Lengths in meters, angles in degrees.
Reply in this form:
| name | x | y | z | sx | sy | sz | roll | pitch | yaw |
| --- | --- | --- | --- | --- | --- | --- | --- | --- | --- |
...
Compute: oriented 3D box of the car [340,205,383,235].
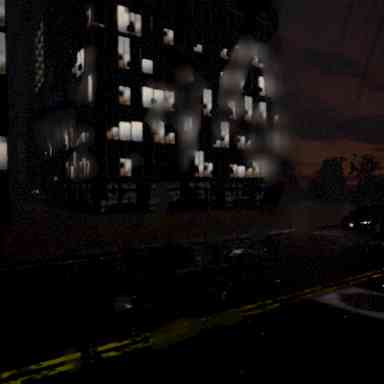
| name | x | y | z | sx | sy | sz | roll | pitch | yaw |
| --- | --- | --- | --- | --- | --- | --- | --- | --- | --- |
| car | 10.470 | 1.513 | 19.125 | 4.892 | 1.490 | 1.837 | 0 | 0 | -35 |
